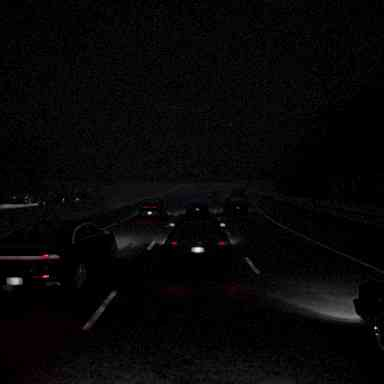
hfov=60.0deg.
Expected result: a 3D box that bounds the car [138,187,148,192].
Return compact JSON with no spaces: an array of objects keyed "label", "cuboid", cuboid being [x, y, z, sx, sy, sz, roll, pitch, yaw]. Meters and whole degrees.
[{"label":"car","cuboid":[-11.822,-0.547,80.127,1.882,1.535,5.008,0,2,2]}]

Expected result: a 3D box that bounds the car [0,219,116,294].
[{"label":"car","cuboid":[-3.345,1.463,8.746,2.128,1.511,4.902,0,0,0]}]

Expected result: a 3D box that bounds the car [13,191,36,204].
[{"label":"car","cuboid":[-22.938,0.710,46.309,2.097,1.767,4.553,0,1,-1]}]

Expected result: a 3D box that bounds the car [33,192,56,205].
[{"label":"car","cuboid":[-16.844,0.987,40.471,1.837,1.490,4.892,0,1,2]}]

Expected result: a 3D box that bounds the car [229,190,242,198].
[{"label":"car","cuboid":[8.714,0.288,67.025,2.033,1.411,5.357,0,2,2]}]

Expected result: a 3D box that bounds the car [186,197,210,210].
[{"label":"car","cuboid":[0.496,1.175,28.691,1.882,1.535,5.008,0,1,1]}]

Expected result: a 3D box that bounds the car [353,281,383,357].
[{"label":"car","cuboid":[3.473,1.495,2.804,2.033,1.411,5.357,0,0,0]}]

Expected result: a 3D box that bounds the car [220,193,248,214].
[{"label":"car","cuboid":[3.940,1.139,30.511,1.882,1.535,5.008,0,1,2]}]

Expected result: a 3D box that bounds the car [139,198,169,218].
[{"label":"car","cuboid":[-3.050,1.238,26.826,1.837,1.490,4.892,0,1,1]}]

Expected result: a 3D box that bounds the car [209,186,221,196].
[{"label":"car","cuboid":[5.518,-0.031,75.429,1.882,1.535,5.008,0,2,2]}]

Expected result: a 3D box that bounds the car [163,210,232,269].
[{"label":"car","cuboid":[0.179,1.519,11.010,1.994,1.385,4.181,0,0,1]}]

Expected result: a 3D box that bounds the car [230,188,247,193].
[{"label":"car","cuboid":[8.246,0.264,57.399,2.150,2.045,5.566,0,2,4]}]

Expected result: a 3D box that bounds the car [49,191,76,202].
[{"label":"car","cuboid":[-19.879,0.723,51.372,2.128,1.511,4.902,0,1,2]}]

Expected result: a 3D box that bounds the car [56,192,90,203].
[{"label":"car","cuboid":[-13.408,0.871,38.556,2.097,1.767,4.553,0,1,2]}]
